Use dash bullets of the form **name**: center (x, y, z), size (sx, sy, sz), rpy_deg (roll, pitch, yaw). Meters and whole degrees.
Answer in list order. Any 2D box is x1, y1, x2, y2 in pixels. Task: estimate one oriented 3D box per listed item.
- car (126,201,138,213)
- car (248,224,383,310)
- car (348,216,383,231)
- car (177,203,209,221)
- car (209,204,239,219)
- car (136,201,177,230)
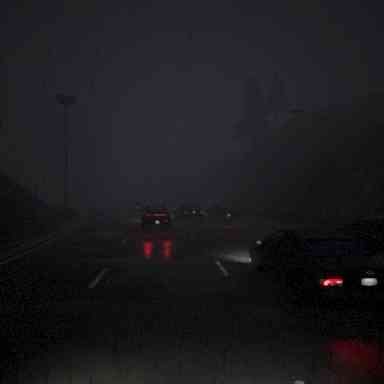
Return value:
- **car**: center (-6.888, 1.815, 40.351), size (2.033, 1.411, 5.357), rpy_deg (0, 0, -17)
- **car**: center (2.840, 1.587, 8.145), size (2.033, 1.411, 5.357), rpy_deg (0, 0, -4)
- **car**: center (6.096, 1.548, 10.739), size (1.837, 1.490, 4.892), rpy_deg (0, 0, -5)
- **car**: center (-0.397, 1.728, 29.675), size (2.033, 1.411, 5.357), rpy_deg (0, 0, -13)
- **car**: center (2.733, 1.781, 31.527), size (1.895, 1.301, 4.718), rpy_deg (0, 0, -14)
- **car**: center (-2.537, 1.636, 22.608), size (2.128, 1.511, 4.902), rpy_deg (0, 0, -10)
